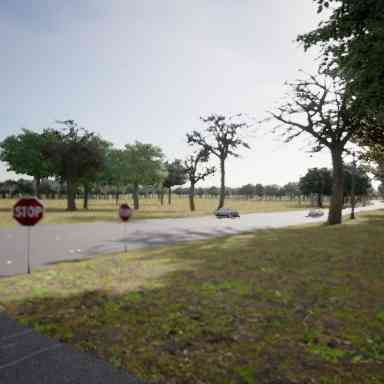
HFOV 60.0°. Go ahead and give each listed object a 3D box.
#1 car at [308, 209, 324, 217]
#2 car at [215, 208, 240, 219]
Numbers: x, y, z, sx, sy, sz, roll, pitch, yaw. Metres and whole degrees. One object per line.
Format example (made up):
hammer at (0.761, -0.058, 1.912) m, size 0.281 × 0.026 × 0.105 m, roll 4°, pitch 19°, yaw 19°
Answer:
car at (21.086, 3.530, 56.385) m, size 1.895 × 1.301 × 4.718 m, roll 1°, pitch -1°, yaw 31°
car at (4.790, 2.857, 45.016) m, size 1.994 × 1.385 × 4.181 m, roll 1°, pitch -1°, yaw 36°
